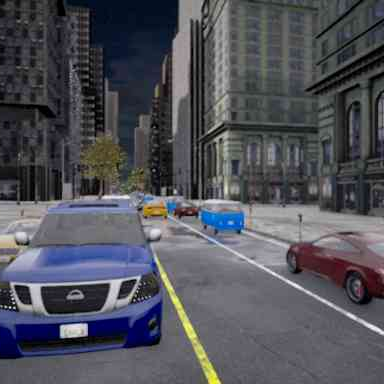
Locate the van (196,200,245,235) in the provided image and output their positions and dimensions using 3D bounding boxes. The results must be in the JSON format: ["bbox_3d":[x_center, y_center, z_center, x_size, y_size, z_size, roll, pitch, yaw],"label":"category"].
[{"bbox_3d":[1.609,1.350,18.765,1.690,1.788,3.998,0,0,-12],"label":"van"}]

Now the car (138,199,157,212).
[{"bbox_3d":[-5.411,1.583,39.623,1.994,1.385,4.181,0,0,-11],"label":"car"}]

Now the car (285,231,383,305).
[{"bbox_3d":[3.811,1.587,7.936,1.802,1.307,4.206,0,0,-12],"label":"car"}]

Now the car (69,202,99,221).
[{"bbox_3d":[-8.981,1.554,27.904,1.887,1.381,4.507,0,0,-12],"label":"car"}]

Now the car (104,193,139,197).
[{"bbox_3d":[-4.439,1.228,19.519,2.150,2.045,5.566,0,0,-11],"label":"car"}]

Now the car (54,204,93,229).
[{"bbox_3d":[-7.877,1.552,22.490,1.887,1.381,4.507,0,0,-12],"label":"car"}]

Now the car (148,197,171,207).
[{"bbox_3d":[-3.311,1.490,29.416,1.882,1.535,5.008,0,0,-11],"label":"car"}]

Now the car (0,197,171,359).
[{"bbox_3d":[-1.890,1.224,6.488,2.150,2.045,5.566,0,0,-11],"label":"car"}]

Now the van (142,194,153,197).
[{"bbox_3d":[-9.286,1.395,72.226,1.690,1.788,3.998,0,0,-12],"label":"van"}]

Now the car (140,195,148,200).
[{"bbox_3d":[-13.606,1.637,93.443,2.008,1.369,4.403,0,0,-12],"label":"car"}]

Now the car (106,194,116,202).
[{"bbox_3d":[-19.728,1.379,80.786,2.192,1.841,5.009,0,0,-12],"label":"car"}]

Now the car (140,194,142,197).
[{"bbox_3d":[-10.366,1.627,77.529,1.947,1.339,4.313,0,0,-12],"label":"car"}]

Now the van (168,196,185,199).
[{"bbox_3d":[-1.695,1.358,35.007,1.690,1.788,3.998,0,0,-12],"label":"van"}]

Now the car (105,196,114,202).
[{"bbox_3d":[-18.674,1.602,75.603,1.887,1.381,4.507,0,0,-12],"label":"car"}]

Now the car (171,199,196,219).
[{"bbox_3d":[-0.594,1.558,29.593,1.887,1.381,4.507,0,0,-12],"label":"car"}]

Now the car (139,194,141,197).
[{"bbox_3d":[-11.446,1.613,82.834,1.887,1.381,4.507,0,0,-12],"label":"car"}]

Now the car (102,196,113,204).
[{"bbox_3d":[-16.535,1.569,65.067,1.752,1.417,4.829,0,0,-12],"label":"car"}]

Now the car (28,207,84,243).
[{"bbox_3d":[-6.774,1.550,17.076,1.887,1.381,4.507,0,0,-12],"label":"car"}]
